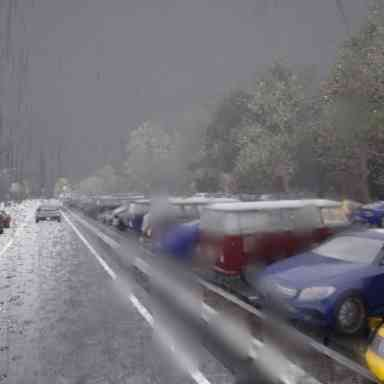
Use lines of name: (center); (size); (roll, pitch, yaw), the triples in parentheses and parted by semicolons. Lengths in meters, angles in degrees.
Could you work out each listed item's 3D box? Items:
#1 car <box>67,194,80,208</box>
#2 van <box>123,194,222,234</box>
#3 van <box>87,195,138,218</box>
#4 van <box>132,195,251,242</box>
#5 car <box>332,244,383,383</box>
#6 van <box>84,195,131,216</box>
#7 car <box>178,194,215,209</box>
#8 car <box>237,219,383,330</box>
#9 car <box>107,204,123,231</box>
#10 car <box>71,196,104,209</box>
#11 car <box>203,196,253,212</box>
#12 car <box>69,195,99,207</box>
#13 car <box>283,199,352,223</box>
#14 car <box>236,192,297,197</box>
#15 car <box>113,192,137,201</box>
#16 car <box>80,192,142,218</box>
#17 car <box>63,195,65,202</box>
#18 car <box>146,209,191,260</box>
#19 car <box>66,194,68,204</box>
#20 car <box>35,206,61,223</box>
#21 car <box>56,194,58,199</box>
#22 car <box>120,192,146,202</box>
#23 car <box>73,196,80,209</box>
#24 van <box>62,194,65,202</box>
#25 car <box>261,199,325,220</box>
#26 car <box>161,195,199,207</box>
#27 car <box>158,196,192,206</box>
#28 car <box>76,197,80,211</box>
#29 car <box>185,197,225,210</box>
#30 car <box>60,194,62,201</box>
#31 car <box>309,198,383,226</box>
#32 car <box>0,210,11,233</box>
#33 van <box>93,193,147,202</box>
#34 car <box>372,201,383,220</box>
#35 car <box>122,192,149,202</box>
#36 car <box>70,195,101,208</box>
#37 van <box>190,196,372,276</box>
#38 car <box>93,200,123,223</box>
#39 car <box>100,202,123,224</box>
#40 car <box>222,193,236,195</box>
car: (-13.485, 1.351, 44.979); (5.566, 2.045, 2.435); (-1, 0, -24)
van: (-0.936, 1.296, 16.805); (4.442, 1.987, 1.878); (-1, 0, -24)
van: (-7.709, 1.357, 32.207); (4.442, 1.987, 1.878); (-1, 0, -24)
van: (-0.022, 1.280, 14.147); (4.442, 1.987, 1.878); (-1, 0, -24)
car: (4.434, 1.404, 3.851); (5.366, 1.575, 1.946); (-1, 0, -24)
van: (-8.838, 1.361, 34.773); (4.442, 1.987, 1.878); (-1, 0, -24)
car: (0.616, 1.246, 45.553); (4.553, 1.767, 2.185); (-1, 0, -24)
car: (3.478, 1.469, 6.493); (4.674, 1.452, 2.002); (-1, 0, -24)
car: (-2.140, 1.573, 19.336); (4.792, 1.488, 2.163); (-1, 0, -24)
car: (-15.743, 1.484, 50.111); (4.553, 1.767, 2.185); (-1, 0, -24)
car: (4.113, 1.356, 37.992); (5.366, 1.575, 1.946); (-1, 0, -24)
car: (-17.943, 1.489, 55.268); (4.553, 1.767, 2.185); (-1, 0, -24)
car: (9.507, 1.355, 25.194); (4.792, 1.488, 2.163); (-1, 0, -24)
car: (7.265, 1.096, 30.281); (5.566, 2.045, 2.435); (-1, 0, -24)
car: (-17.382, 1.185, 86.325); (5.566, 2.045, 2.435); (-1, 0, -24)
car: (-6.713, 1.331, 29.582); (5.566, 2.045, 2.435); (-1, 0, -24)
car: (-20.231, 1.622, 60.386); (5.008, 1.535, 2.097); (-1, 0, -24)
car: (1.214, 1.479, 11.622); (5.008, 1.535, 2.097); (-1, 0, -24)
car: (-14.614, 1.354, 47.545); (5.566, 2.045, 2.435); (-1, 0, -24)
car: (-12.018, 1.779, 27.827); (1.895, 1.301, 4.718); (-1, 0, -24)
car: (-31.489, 1.430, 86.057); (5.566, 2.045, 2.435); (-1, 0, -24)
car: (-14.019, 1.164, 78.676); (5.566, 2.045, 2.435); (-1, 0, -24)
car: (-12.328, 1.639, 42.425); (4.674, 1.452, 2.002); (-1, 0, -24)
van: (-23.723, 1.408, 68.038); (4.442, 1.987, 1.878); (-1, 0, -24)
car: (8.440, 1.366, 27.765); (4.792, 1.488, 2.163); (-1, 0, -24)
car: (-1.814, 1.379, 50.547); (5.366, 1.575, 1.946); (-1, 0, -24)
car: (-2.757, 1.383, 53.166); (4.892, 1.521, 2.231); (-1, 0, -24)
car: (-10.075, 1.593, 37.291); (4.892, 1.521, 2.231); (-1, 0, -24)
car: (1.682, 1.399, 42.987); (4.792, 1.488, 2.163); (-1, 0, -24)
car: (-25.700, 1.633, 73.293); (5.366, 1.575, 1.946); (-1, 0, -24)
car: (10.818, 1.299, 22.743); (5.366, 1.575, 1.946); (-1, 0, -24)
car: (-12.615, 1.811, 20.854); (1.895, 1.301, 4.718); (-1, 0, -24)
van: (-5.453, 1.350, 27.077); (4.442, 1.987, 1.878); (-1, 0, -24)
car: (11.762, 1.285, 20.124); (5.008, 1.535, 2.097); (-1, 0, -24)
car: (-12.947, 1.161, 76.239); (5.566, 2.045, 2.435); (-1, 0, -24)
car: (-16.872, 1.487, 52.677); (4.553, 1.767, 2.185); (-1, 0, -24)
van: (2.450, 1.226, 9.105); (4.442, 1.987, 1.878); (-1, 0, -24)
car: (-4.420, 1.569, 24.463); (4.892, 1.521, 2.231); (-1, 0, -24)
car: (-3.299, 1.598, 21.894); (4.674, 1.452, 2.002); (-1, 0, -24)
car: (6.200, 1.103, 32.846); (5.566, 2.045, 2.435); (-1, 0, -24)
